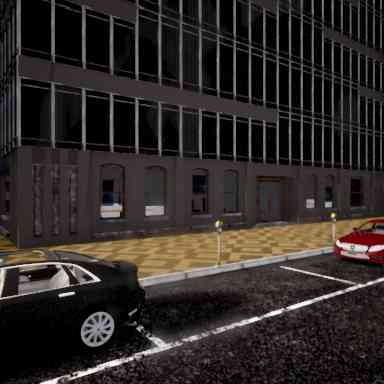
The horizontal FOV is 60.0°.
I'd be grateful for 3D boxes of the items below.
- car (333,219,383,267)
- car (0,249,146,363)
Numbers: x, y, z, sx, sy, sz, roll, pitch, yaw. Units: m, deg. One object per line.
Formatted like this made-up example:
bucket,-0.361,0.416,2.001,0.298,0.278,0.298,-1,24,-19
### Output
car,6.495,1.581,11.148,4.206,1.307,1.802,0,0,-35
car,-2.795,1.551,4.566,4.403,1.369,2.008,0,0,-35
